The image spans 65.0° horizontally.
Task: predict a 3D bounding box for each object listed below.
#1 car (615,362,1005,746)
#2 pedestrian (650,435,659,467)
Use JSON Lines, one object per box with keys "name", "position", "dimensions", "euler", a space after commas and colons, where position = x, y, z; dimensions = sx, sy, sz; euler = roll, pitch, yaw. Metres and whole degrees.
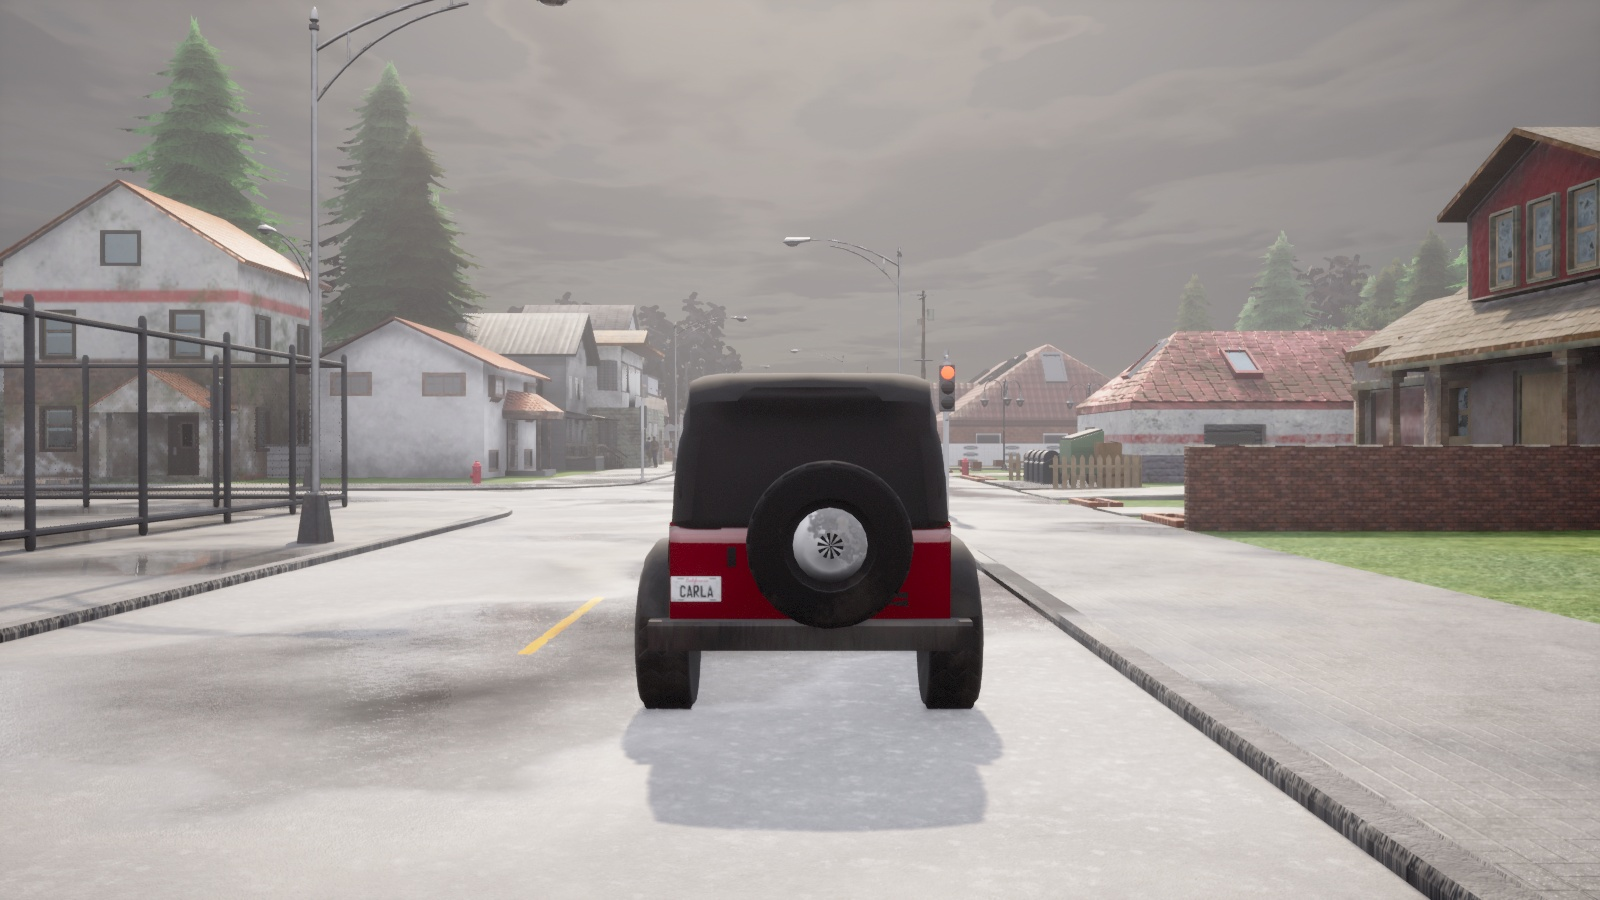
{"name": "car", "position": [0.055, 0.497, 8.079], "dimensions": [1.905, 1.878, 3.866], "euler": [0, 0, 0]}
{"name": "pedestrian", "position": [-8.230, 0.048, 71.121], "dimensions": [0.328, 1.805, 0.869], "euler": [0, 0, 8]}
